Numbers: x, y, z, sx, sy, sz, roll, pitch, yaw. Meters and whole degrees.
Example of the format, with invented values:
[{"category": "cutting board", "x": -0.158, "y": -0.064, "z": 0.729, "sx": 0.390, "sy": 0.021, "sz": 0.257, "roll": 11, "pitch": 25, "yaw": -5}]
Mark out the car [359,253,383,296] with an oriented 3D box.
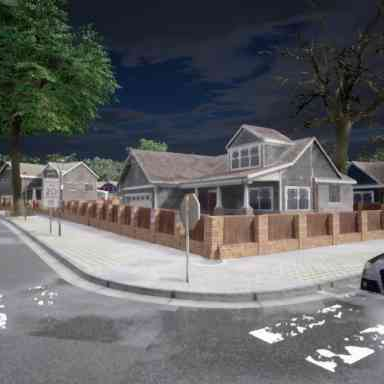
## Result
[{"category": "car", "x": 5.728, "y": 1.630, "z": 7.610, "sx": 4.181, "sy": 1.385, "sz": 1.994, "roll": 0, "pitch": -2, "yaw": -34}]
